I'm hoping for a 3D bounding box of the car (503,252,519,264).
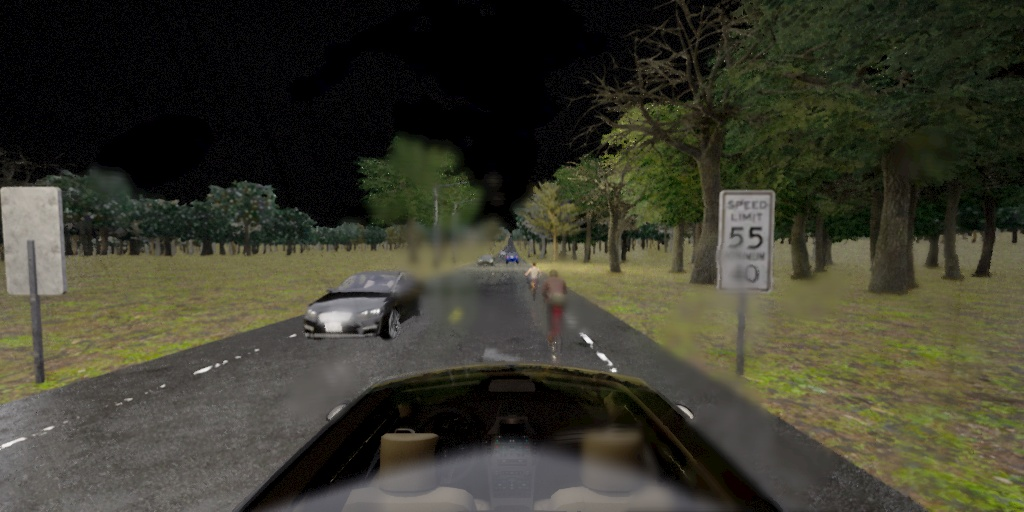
[{"bbox_3d":[0.033,0.346,64.101,2.150,2.045,5.566,0,1,0],"label":"car"}]

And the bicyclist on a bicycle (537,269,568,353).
[{"bbox_3d":[0.956,1.139,7.705,0.582,1.620,1.656,0,1,0],"label":"bicyclist on a bicycle"}]

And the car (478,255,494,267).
[{"bbox_3d":[-3.646,0.599,51.445,2.097,1.767,4.553,0,1,0],"label":"car"}]

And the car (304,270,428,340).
[{"bbox_3d":[-3.609,1.156,9.730,2.128,1.511,4.902,0,1,0],"label":"car"}]

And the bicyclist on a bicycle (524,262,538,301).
[{"bbox_3d":[0.940,1.043,15.225,0.866,1.612,1.509,0,1,0],"label":"bicyclist on a bicycle"}]
